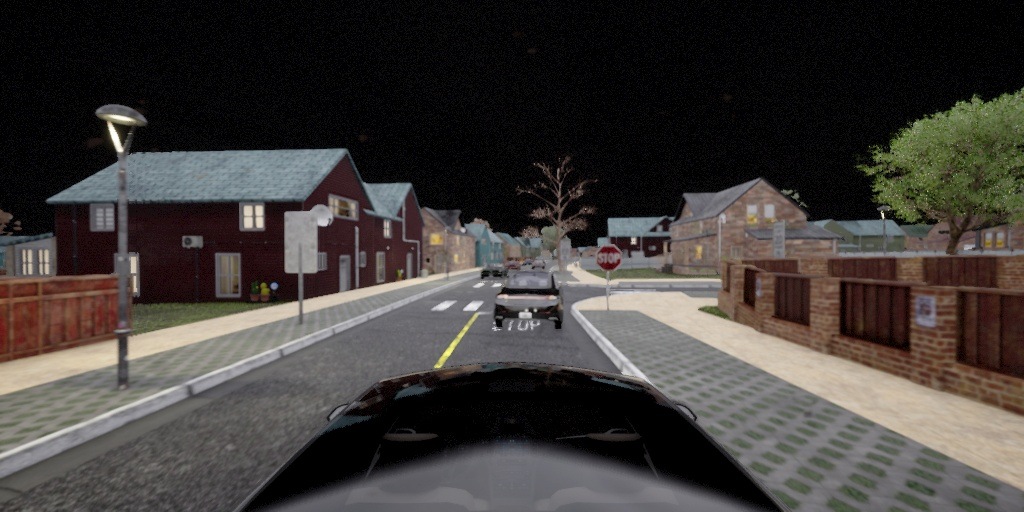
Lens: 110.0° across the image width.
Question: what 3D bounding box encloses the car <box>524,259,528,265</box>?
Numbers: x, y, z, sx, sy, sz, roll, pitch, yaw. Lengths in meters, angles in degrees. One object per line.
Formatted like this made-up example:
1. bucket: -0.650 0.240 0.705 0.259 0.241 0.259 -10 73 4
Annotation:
1. car: 3.008 1.151 63.887 1.994 1.385 4.181 0 0 10

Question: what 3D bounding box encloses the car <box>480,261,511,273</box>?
1. car: -1.492 1.272 30.716 1.895 1.301 4.718 0 0 5

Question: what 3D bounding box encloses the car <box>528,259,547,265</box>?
1. car: 4.028 1.168 52.497 2.033 1.411 5.357 0 0 9

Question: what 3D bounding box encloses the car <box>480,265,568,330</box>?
1. car: 0.664 1.217 11.090 2.128 1.511 4.902 0 0 8

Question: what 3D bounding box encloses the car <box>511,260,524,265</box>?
1. car: 0.032 1.235 44.990 1.895 1.301 4.718 0 0 8
